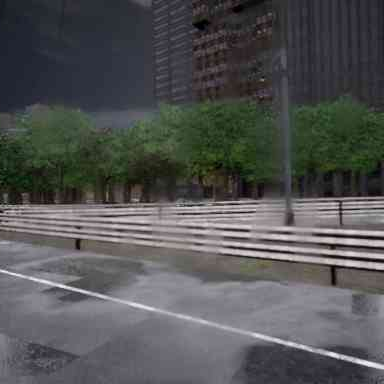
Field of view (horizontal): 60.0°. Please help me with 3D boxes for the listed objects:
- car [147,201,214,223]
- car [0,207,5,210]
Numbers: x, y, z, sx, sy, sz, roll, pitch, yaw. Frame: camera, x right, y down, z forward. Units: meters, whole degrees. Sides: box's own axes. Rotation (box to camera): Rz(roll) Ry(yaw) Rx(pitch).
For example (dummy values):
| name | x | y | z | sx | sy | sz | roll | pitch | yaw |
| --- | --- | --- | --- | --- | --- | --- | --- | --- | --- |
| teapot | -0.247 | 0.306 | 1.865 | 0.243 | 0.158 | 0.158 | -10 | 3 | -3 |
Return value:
| name | x | y | z | sx | sy | sz | roll | pitch | yaw |
| --- | --- | --- | --- | --- | --- | --- | --- | --- | --- |
| car | -0.874 | 1.460 | 24.404 | 4.902 | 1.511 | 2.128 | -2 | -1 | 5 |
| car | -16.961 | 1.918 | 27.621 | 4.718 | 1.301 | 1.895 | -1 | -1 | 14 |
